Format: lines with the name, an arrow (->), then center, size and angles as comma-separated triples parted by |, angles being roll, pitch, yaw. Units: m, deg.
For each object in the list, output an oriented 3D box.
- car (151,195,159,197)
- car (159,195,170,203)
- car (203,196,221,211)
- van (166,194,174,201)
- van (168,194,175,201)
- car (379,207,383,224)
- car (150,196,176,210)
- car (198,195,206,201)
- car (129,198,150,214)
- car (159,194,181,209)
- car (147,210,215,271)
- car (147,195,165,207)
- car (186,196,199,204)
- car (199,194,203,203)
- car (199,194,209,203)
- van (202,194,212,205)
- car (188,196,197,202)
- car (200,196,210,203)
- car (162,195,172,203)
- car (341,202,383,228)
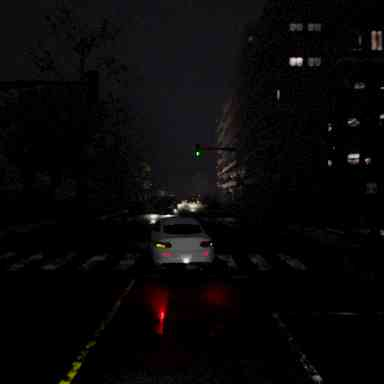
car -> -5.678, 1.576, 47.234 | 1.752, 1.417, 4.829 | 0, 0, 0
car -> -5.674, 1.537, 69.925 | 1.967, 1.590, 4.097 | 0, 0, 0
car -> 2.701, 1.587, 41.771 | 1.887, 1.381, 4.507 | 0, 0, 0
van -> -5.672, 1.480, 86.815 | 1.690, 1.788, 3.998 | 0, 0, 0
van -> -5.670, 1.496, 92.444 | 1.690, 1.788, 3.998 | 0, 0, 0
car -> 14.783, 1.878, 21.219 | 4.181, 1.385, 1.994 | 1, 0, 0
car -> -3.082, 1.512, 36.402 | 1.882, 1.535, 5.008 | 0, 0, 0
car -> 2.710, 1.595, 92.442 | 1.967, 1.590, 4.097 | 0, 0, 0
car -> -5.680, 1.600, 36.143 | 1.947, 1.339, 4.313 | 0, 0, 0
car -> -3.070, 1.403, 47.034 | 2.097, 1.767, 4.553 | 0, 0, 0
car -> -0.478, 1.532, 10.946 | 1.812, 1.442, 4.674 | 0, 0, -8
car -> -5.677, 1.376, 53.034 | 2.192, 1.841, 5.009 | 0, 0, 0
car -> 0.013, 1.591, 65.239 | 1.837, 1.490, 4.892 | 0, 0, 0
car -> 2.704, 1.513, 58.662 | 1.967, 1.590, 4.097 | 0, 0, 0
car -> 2.708, 1.425, 75.553 | 2.192, 1.841, 5.009 | 0, 0, 0
van -> 2.703, 1.392, 47.402 | 1.690, 1.788, 3.998 | 0, 0, 0
car -> 0.016, 1.539, 75.277 | 1.994, 1.385, 4.181 | 0, 0, 0
car -> 2.706, 1.641, 69.922 | 1.887, 1.381, 4.507 | 0, 0, 0
car -> -5.673, 1.550, 75.554 | 1.967, 1.590, 4.097 | 0, 0, 0
car -> 13.471, 1.617, 23.817 | 5.009, 1.841, 2.192 | 1, -1, -1
